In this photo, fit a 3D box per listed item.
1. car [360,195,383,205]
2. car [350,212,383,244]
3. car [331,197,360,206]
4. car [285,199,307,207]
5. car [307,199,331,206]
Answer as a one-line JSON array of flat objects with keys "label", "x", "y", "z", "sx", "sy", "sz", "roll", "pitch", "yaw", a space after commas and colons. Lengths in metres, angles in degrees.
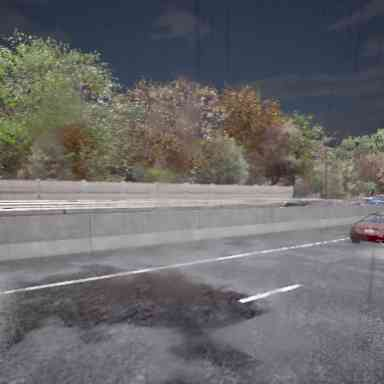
[{"label": "car", "x": 22.145, "y": 1.354, "z": 38.408, "sx": 5.566, "sy": 2.045, "sz": 2.150, "roll": 0, "pitch": 0, "yaw": -37}, {"label": "car", "x": 9.020, "y": 1.618, "z": 15.141, "sx": 4.181, "sy": 1.385, "sz": 1.994, "roll": 0, "pitch": 0, "yaw": -37}, {"label": "car", "x": 19.643, "y": 1.470, "z": 40.898, "sx": 4.553, "sy": 1.767, "sz": 2.097, "roll": 0, "pitch": 0, "yaw": -37}, {"label": "car", "x": 15.106, "y": 1.687, "z": 46.236, "sx": 4.718, "sy": 1.301, "sz": 1.895, "roll": 0, "pitch": 0, "yaw": -37}, {"label": "car", "x": 17.635, "y": 1.668, "z": 43.765, "sx": 4.181, "sy": 1.385, "sz": 1.994, "roll": 0, "pitch": 0, "yaw": -37}]
